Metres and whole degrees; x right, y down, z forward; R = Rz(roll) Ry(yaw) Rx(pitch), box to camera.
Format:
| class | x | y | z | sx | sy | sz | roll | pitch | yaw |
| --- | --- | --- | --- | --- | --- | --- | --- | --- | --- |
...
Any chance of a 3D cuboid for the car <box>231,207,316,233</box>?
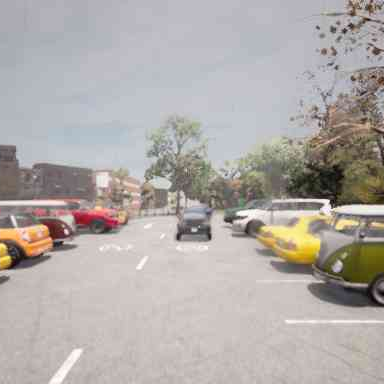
| class | x | y | z | sx | sy | sz | roll | pitch | yaw |
| --- | --- | --- | --- | --- | --- | --- | --- | --- | --- |
| car | 5.082 | 1.725 | 21.338 | 4.892 | 1.521 | 2.231 | 0 | -1 | 0 |

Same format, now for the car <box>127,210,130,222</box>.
| class | x | y | z | sx | sy | sz | roll | pitch | yaw |
| --- | --- | --- | --- | --- | --- | --- | --- | --- | --- |
| car | -7.183 | 1.763 | 23.089 | 5.008 | 1.535 | 2.097 | 0 | -1 | 0 |

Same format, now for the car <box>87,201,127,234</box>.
| class | x | y | z | sx | sy | sz | roll | pitch | yaw |
| --- | --- | --- | --- | --- | --- | --- | --- | --- | --- |
| car | -7.147 | 1.446 | 20.177 | 5.566 | 2.045 | 2.435 | 0 | -1 | 0 |

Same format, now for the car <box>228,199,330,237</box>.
| class | x | y | z | sx | sy | sz | roll | pitch | yaw |
| --- | --- | --- | --- | --- | --- | --- | --- | --- | --- |
| car | 5.071 | 1.413 | 18.551 | 5.566 | 2.045 | 2.435 | 0 | -1 | 0 |

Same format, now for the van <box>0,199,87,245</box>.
| class | x | y | z | sx | sy | sz | roll | pitch | yaw |
| --- | --- | --- | --- | --- | --- | --- | --- | --- | --- |
| van | -7.055 | 1.368 | 13.985 | 4.442 | 1.987 | 1.878 | 0 | -1 | 0 |

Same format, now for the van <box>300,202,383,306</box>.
| class | x | y | z | sx | sy | sz | roll | pitch | yaw |
| --- | --- | --- | --- | --- | --- | --- | --- | --- | --- |
| van | 4.978 | 1.291 | 7.377 | 4.442 | 1.987 | 1.878 | 0 | -1 | 0 |

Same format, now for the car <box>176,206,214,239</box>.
| class | x | y | z | sx | sy | sz | roll | pitch | yaw |
| --- | --- | --- | --- | --- | --- | --- | --- | --- | --- |
| car | 0.102 | 1.709 | 18.372 | 1.812 | 1.442 | 4.674 | 0 | -1 | 0 |

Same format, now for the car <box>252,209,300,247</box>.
| class | x | y | z | sx | sy | sz | roll | pitch | yaw |
| --- | --- | --- | --- | --- | --- | --- | --- | --- | --- |
| car | 5.283 | 1.572 | 12.830 | 5.366 | 1.575 | 1.946 | 0 | -1 | 0 |

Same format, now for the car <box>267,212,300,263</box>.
| class | x | y | z | sx | sy | sz | roll | pitch | yaw |
| --- | --- | --- | --- | --- | --- | --- | --- | --- | --- |
| car | 5.281 | 1.541 | 10.169 | 5.366 | 1.575 | 1.946 | 0 | -1 | 0 |

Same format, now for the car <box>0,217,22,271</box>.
| class | x | y | z | sx | sy | sz | roll | pitch | yaw |
| --- | --- | --- | --- | --- | --- | --- | --- | --- | --- |
| car | -7.358 | 1.521 | 8.028 | 5.366 | 1.575 | 1.946 | 0 | -1 | 0 |

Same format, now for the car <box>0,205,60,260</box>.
| class | x | y | z | sx | sy | sz | roll | pitch | yaw |
| --- | --- | --- | --- | --- | --- | --- | --- | --- | --- |
| car | -7.141 | 1.427 | 10.947 | 4.553 | 1.767 | 2.185 | 0 | -1 | 0 |

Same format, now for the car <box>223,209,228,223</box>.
| class | x | y | z | sx | sy | sz | roll | pitch | yaw |
| --- | --- | --- | --- | --- | --- | --- | --- | --- | --- |
| car | 5.048 | 1.532 | 24.012 | 5.566 | 2.045 | 2.435 | 0 | -1 | 0 |

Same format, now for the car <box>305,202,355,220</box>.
| class | x | y | z | sx | sy | sz | roll | pitch | yaw |
| --- | --- | --- | --- | --- | --- | --- | --- | --- | --- |
| car | 14.557 | 1.976 | 35.406 | 4.553 | 1.767 | 2.097 | 0 | -2 | 12 |
